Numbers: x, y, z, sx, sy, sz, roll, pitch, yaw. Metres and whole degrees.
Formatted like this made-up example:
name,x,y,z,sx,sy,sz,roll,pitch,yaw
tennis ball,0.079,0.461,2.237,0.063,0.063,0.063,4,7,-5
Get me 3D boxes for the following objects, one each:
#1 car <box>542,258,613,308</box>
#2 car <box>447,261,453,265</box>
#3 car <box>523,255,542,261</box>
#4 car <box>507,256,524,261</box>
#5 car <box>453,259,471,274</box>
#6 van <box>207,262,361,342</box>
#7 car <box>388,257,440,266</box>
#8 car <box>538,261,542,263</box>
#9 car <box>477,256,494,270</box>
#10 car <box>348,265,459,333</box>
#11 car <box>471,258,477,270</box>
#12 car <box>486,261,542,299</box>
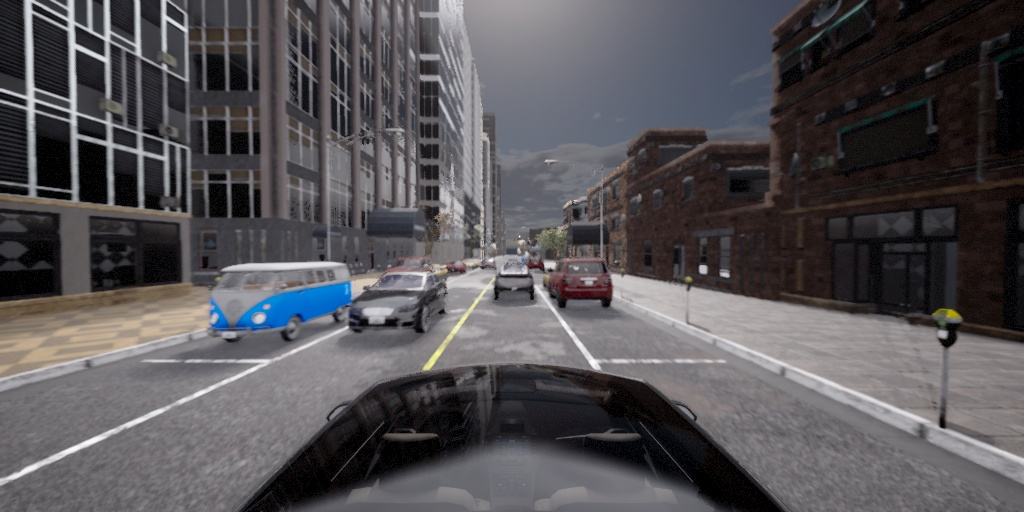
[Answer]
name,x,y,z,sx,sy,sz,roll,pitch,yaw
car,2.689,1.004,14.847,2.192,1.841,5.009,0,0,0
car,-5.693,1.163,25.756,1.751,1.417,4.829,0,0,0
car,2.687,0.875,42.520,2.192,1.841,5.009,0,0,0
car,0.097,1.081,39.113,1.837,1.490,4.892,0,0,0
car,-5.694,1.131,36.995,1.888,1.381,4.507,0,0,0
van,-5.692,1.055,9.322,1.690,1.789,3.998,0,0,0
car,-5.692,0.978,20.391,2.192,1.841,5.009,0,0,0
car,2.689,1.189,20.552,1.751,1.417,4.829,0,0,0
car,-3.073,1.100,47.623,1.994,1.385,4.181,0,0,0
car,-3.101,1.200,10.678,2.128,1.511,4.902,0,0,0
car,-5.695,1.059,47.895,1.751,1.417,4.829,0,0,0
car,0.095,1.169,17.507,2.128,1.511,4.902,0,0,0
